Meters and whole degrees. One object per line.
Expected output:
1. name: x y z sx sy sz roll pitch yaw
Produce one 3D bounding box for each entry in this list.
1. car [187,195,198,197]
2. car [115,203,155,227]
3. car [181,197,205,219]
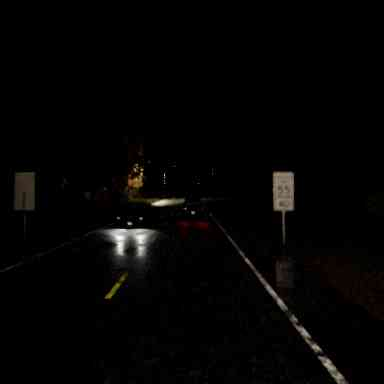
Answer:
1. car: 0.096 1.123 42.619 2.097 1.767 4.553 0 0 0
2. car: -3.567 1.410 21.711 2.033 1.411 5.357 0 0 0
3. car: 0.090 1.361 27.122 1.812 1.442 4.674 0 0 0
